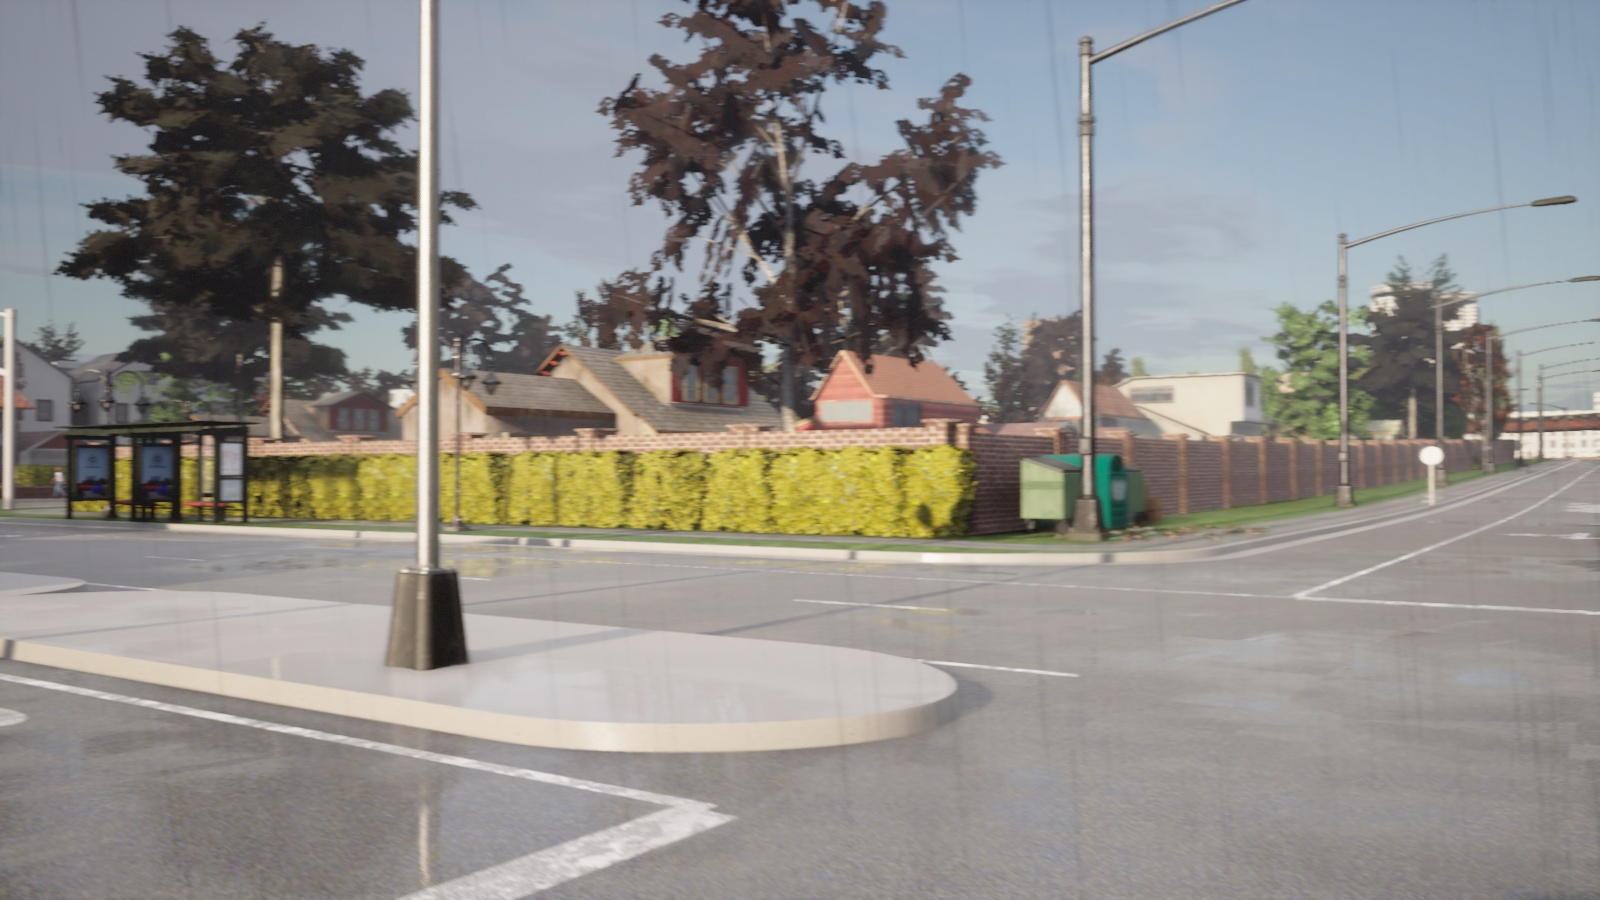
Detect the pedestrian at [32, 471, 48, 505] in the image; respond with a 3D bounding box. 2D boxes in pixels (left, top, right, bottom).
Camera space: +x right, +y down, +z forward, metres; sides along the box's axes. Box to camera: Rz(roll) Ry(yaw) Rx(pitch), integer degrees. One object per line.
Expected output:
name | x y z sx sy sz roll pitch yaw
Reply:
pedestrian | -42.032 2.094 69.451 0.354 1.836 0.706 -1 -1 32
